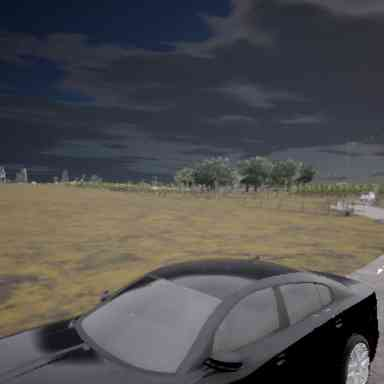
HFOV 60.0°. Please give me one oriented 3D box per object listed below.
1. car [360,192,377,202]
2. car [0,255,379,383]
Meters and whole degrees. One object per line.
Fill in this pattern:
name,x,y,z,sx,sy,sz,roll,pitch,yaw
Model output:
car,36.239,0.943,68.041,2.150,2.045,5.566,0,0,42
car,0.146,1.525,3.483,5.008,1.535,1.882,1,-1,-40
